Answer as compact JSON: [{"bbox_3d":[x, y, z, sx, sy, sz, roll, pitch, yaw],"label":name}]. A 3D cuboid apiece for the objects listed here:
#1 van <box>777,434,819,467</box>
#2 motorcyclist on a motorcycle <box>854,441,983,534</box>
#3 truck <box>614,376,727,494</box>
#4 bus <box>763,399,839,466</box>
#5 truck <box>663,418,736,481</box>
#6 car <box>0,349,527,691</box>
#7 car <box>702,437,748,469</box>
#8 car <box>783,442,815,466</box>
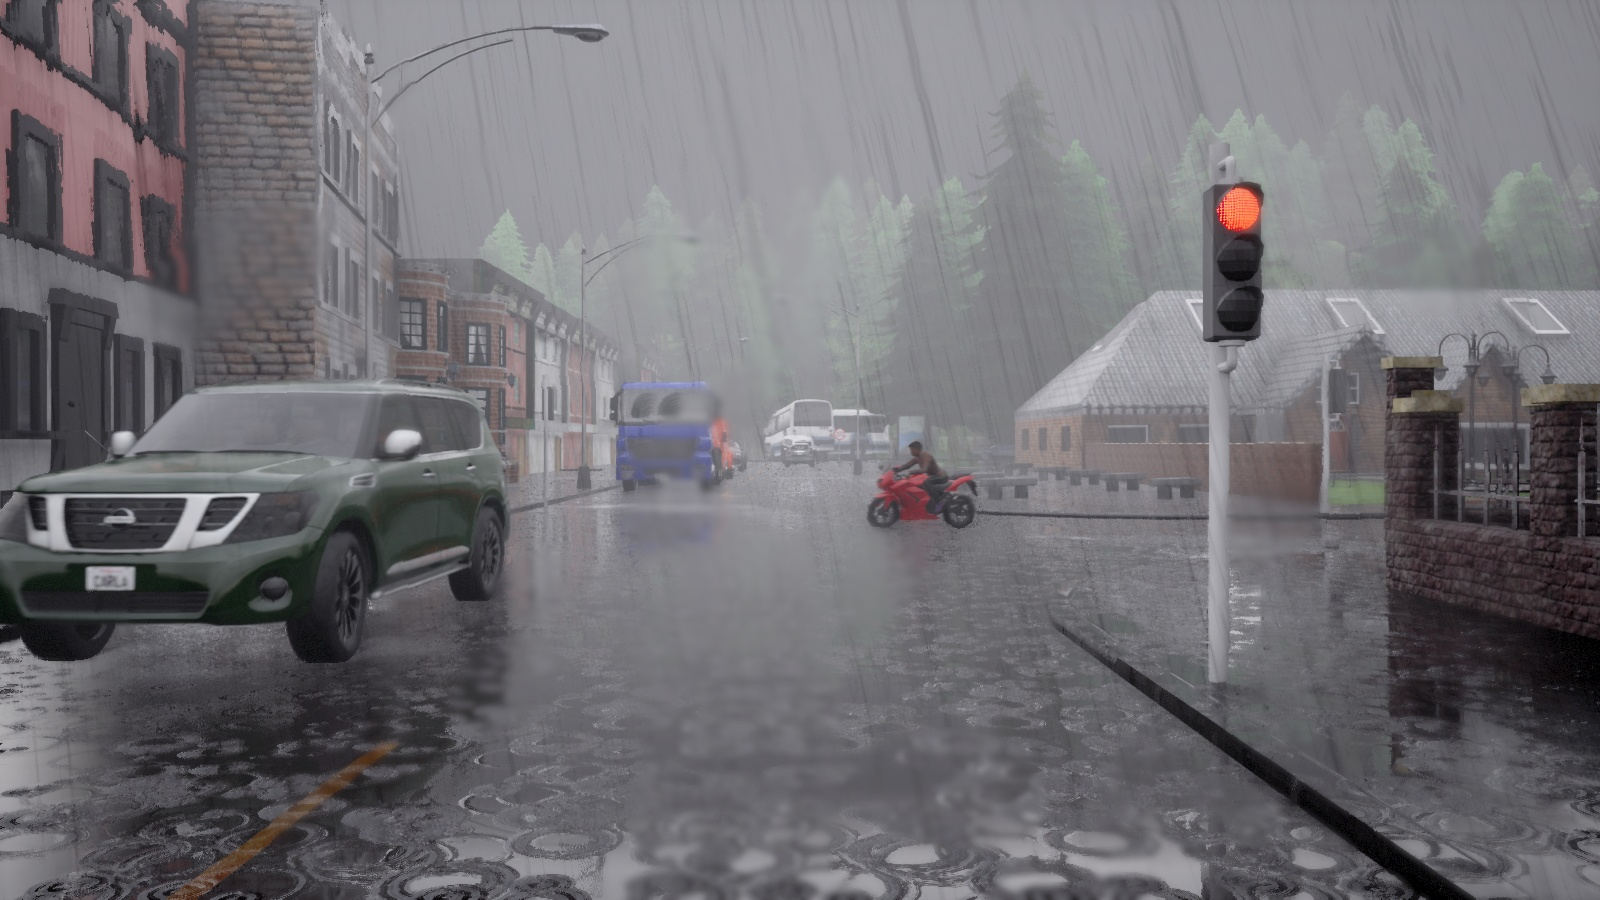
[{"bbox_3d":[-0.156,0.003,87.629,2.069,2.038,4.480,0,3,-12],"label":"van"},{"bbox_3d":[2.018,0.609,21.437,2.044,1.523,0.797,0,1,-18],"label":"motorcyclist on a motorcycle"},{"bbox_3d":[-4.047,-0.470,41.022,2.891,3.462,7.936,0,0,0],"label":"truck"},{"bbox_3d":[-0.062,-1.195,95.218,3.944,4.253,10.273,0,-3,-10],"label":"bus"},{"bbox_3d":[-4.061,-0.035,51.564,2.627,2.467,5.204,0,0,0],"label":"truck"},{"bbox_3d":[-4.054,0.404,10.342,2.150,2.045,5.566,0,0,3],"label":"car"},{"bbox_3d":[-4.042,0.136,68.438,2.152,1.651,5.027,0,0,0],"label":"car"},{"bbox_3d":[-0.034,0.264,79.399,1.970,1.475,3.806,0,0,0],"label":"car"}]
